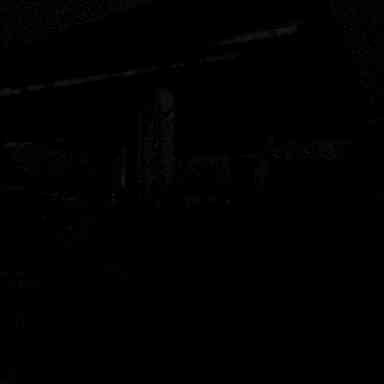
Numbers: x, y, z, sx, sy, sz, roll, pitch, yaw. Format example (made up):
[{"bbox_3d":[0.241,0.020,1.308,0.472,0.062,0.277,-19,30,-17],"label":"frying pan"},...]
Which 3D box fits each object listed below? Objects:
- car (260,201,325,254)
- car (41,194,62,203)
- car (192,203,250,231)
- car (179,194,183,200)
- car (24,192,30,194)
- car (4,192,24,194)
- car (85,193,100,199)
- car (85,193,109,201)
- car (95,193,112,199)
[{"bbox_3d":[4.328,1.366,13.926,1.905,1.878,3.866,0,1,32],"label":"car"},{"bbox_3d":[-24.131,1.133,56.441,4.514,1.523,2.007,0,1,32],"label":"car"},{"bbox_3d":[1.876,1.489,20.624,2.242,1.667,4.611,0,1,32],"label":"car"},{"bbox_3d":[-4.270,0.935,73.412,4.514,1.523,2.007,0,1,32],"label":"car"},{"bbox_3d":[-36.332,0.864,71.750,4.605,1.855,1.932,0,1,32],"label":"car"},{"bbox_3d":[-37.542,0.872,69.076,3.866,1.878,1.905,0,1,32],"label":"car"},{"bbox_3d":[-26.251,0.960,87.364,3.633,1.501,1.845,0,1,32],"label":"car"},{"bbox_3d":[-18.737,1.058,64.853,3.633,1.501,1.845,0,1,32],"label":"car"},{"bbox_3d":[-21.585,1.002,80.870,3.806,1.475,1.970,0,1,32],"label":"car"}]
